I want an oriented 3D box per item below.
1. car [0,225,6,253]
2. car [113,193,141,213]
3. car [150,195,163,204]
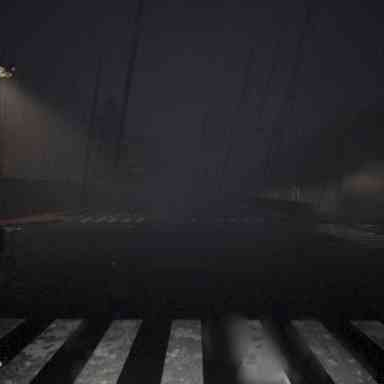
[{"bbox_3d":[-7.016,1.457,8.813,1.882,1.535,5.008,0,0,0],"label":"car"},{"bbox_3d":[-6.890,1.162,35.700,2.150,2.045,5.566,0,0,0],"label":"car"},{"bbox_3d":[-6.584,1.355,61.835,2.128,1.511,4.902,0,0,2],"label":"car"}]
